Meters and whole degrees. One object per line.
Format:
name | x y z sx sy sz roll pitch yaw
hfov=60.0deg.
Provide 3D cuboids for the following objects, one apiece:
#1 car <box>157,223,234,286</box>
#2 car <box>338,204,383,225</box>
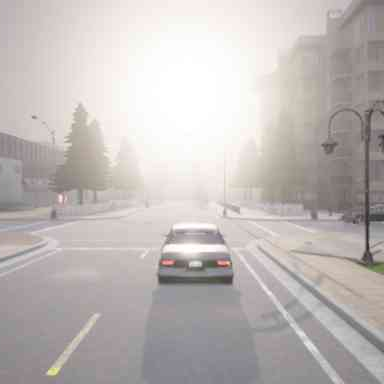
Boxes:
car | 0.076 1.595 9.615 2.033 1.411 5.357 0 0 0
car | 13.243 1.595 24.170 4.902 1.511 2.128 0 0 1
